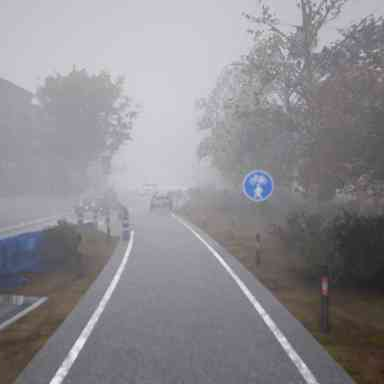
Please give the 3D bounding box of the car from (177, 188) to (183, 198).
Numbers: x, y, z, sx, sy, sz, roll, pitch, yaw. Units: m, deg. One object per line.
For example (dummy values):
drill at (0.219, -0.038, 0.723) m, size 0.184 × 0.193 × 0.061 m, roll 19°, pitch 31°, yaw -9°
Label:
car at (-2.309, 0.117, 47.813) m, size 1.895 × 1.301 × 4.718 m, roll 0°, pitch 2°, yaw 1°

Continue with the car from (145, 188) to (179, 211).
car at (-2.566, 0.756, 29.496) m, size 2.128 × 1.511 × 4.902 m, roll 0°, pitch 2°, yaw 0°

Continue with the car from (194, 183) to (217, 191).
car at (3.473, -1.420, 87.526) m, size 5.566 × 2.045 × 2.435 m, roll 0°, pitch 1°, yaw -21°

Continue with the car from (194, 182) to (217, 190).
car at (3.549, -1.376, 84.599) m, size 5.566 × 2.045 × 2.435 m, roll 0°, pitch 1°, yaw -20°

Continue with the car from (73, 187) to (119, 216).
car at (-7.266, 0.648, 25.893) m, size 2.150 × 2.045 × 5.566 m, roll 0°, pitch 2°, yaw 2°

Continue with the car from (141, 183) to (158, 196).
car at (-6.600, -0.434, 52.278) m, size 2.150 × 2.045 × 5.566 m, roll 0°, pitch 2°, yaw 2°
